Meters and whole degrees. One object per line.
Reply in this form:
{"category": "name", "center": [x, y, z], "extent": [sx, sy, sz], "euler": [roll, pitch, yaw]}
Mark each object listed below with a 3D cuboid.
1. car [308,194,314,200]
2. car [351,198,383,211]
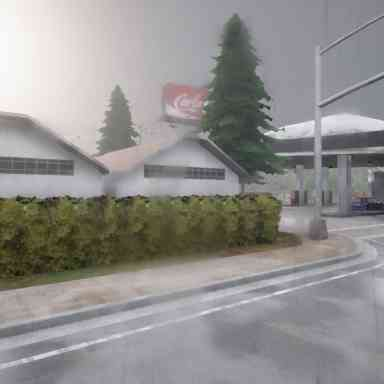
{"category": "car", "center": [31.778, 1.330, 88.820], "extent": [2.152, 1.636, 5.027], "euler": [0, 0, -36]}
{"category": "car", "center": [20.761, 1.480, 39.315], "extent": [4.611, 1.667, 2.242], "euler": [0, 0, -36]}
